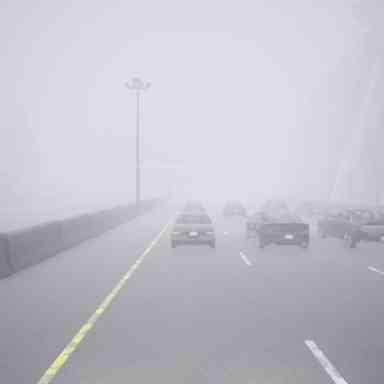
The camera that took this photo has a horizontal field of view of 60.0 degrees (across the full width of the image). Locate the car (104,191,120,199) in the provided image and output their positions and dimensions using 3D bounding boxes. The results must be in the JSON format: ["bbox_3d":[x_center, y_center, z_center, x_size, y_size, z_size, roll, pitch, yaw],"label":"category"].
[{"bbox_3d":[-16.985,0.647,72.877,2.128,1.511,4.902,0,1,0],"label":"car"}]

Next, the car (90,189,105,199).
[{"bbox_3d":[-20.485,0.348,72.867,2.150,2.045,5.566,0,1,0],"label":"car"}]

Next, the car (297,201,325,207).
[{"bbox_3d":[10.679,1.484,29.521,2.033,1.411,5.357,0,0,0],"label":"car"}]

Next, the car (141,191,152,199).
[{"bbox_3d":[-9.985,0.622,72.823,1.837,1.490,4.892,0,1,0],"label":"car"}]

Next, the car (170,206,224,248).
[{"bbox_3d":[0.063,1.561,14.607,2.033,1.411,5.357,0,0,0],"label":"car"}]

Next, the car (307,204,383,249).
[{"bbox_3d":[7.063,1.493,14.552,2.128,1.511,4.902,0,0,0],"label":"car"}]

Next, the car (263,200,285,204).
[{"bbox_3d":[7.180,1.416,29.548,2.128,1.511,4.902,0,0,0],"label":"car"}]

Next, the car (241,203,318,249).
[{"bbox_3d":[3.563,1.483,14.580,1.882,1.535,5.008,0,0,0],"label":"car"}]

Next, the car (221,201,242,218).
[{"bbox_3d":[3.680,1.493,29.576,1.994,1.385,4.181,0,0,0],"label":"car"}]

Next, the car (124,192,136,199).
[{"bbox_3d":[-13.485,0.662,72.850,2.033,1.411,5.357,0,1,0],"label":"car"}]

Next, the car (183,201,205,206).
[{"bbox_3d":[0.180,1.493,29.603,1.994,1.385,4.181,0,0,0],"label":"car"}]
